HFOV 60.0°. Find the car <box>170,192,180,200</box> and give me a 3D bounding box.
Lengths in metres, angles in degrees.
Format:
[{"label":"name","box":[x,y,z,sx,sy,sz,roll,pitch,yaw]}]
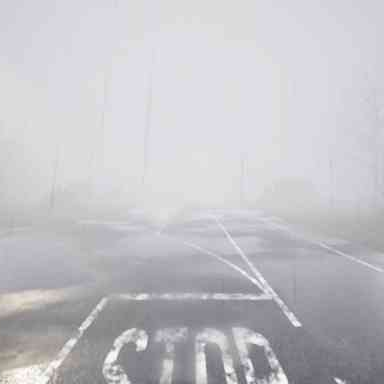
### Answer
[{"label":"car","box":[-3.519,0.854,70.140,1.882,1.535,5.008,0,1,0]}]
